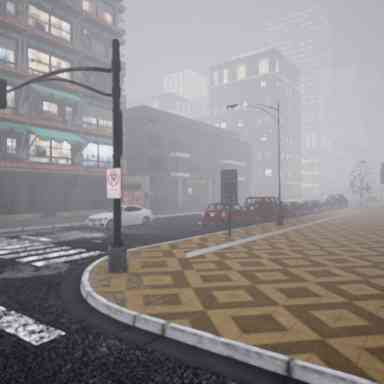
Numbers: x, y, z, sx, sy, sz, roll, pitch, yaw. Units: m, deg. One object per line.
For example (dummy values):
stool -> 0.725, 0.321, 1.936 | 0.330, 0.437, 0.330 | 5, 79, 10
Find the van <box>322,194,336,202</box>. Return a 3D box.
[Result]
van -> 29.129, 1.236, 70.565 | 1.690, 1.788, 3.998 | -1, 0, 36

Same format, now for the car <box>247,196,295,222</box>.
car -> 5.657, 1.219, 25.343 | 2.192, 1.841, 5.009 | -1, 0, 36

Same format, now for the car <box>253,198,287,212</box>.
car -> 9.331, 1.493, 39.453 | 2.033, 1.411, 5.357 | -1, 0, 37

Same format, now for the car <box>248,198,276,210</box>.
car -> 9.151, 1.496, 43.391 | 1.752, 1.417, 4.829 | -1, 0, 36

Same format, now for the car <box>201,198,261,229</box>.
car -> 2.345, 1.356, 20.837 | 1.967, 1.590, 4.097 | -1, 0, 36

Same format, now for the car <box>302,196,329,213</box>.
car -> 12.286, 1.425, 34.354 | 1.887, 1.381, 4.507 | -1, 0, 36

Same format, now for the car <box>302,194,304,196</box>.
car -> 22.404, 1.446, 61.416 | 1.752, 1.417, 4.829 | -1, 0, 36

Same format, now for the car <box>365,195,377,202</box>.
car -> 35.479, 1.338, 65.896 | 1.887, 1.381, 4.507 | -1, 0, 36

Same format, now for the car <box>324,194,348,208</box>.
car -> 18.911, 1.171, 43.367 | 2.192, 1.841, 5.009 | -1, 0, 36

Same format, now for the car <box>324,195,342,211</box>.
car -> 15.600, 1.419, 38.860 | 2.008, 1.369, 4.403 | -1, 0, 36

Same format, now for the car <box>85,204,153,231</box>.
car -> -4.398, 1.521, 20.808 | 1.812, 1.442, 4.674 | -1, 0, 36

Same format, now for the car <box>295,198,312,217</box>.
car -> 8.973, 1.474, 29.848 | 1.802, 1.307, 4.206 | -1, 0, 36
